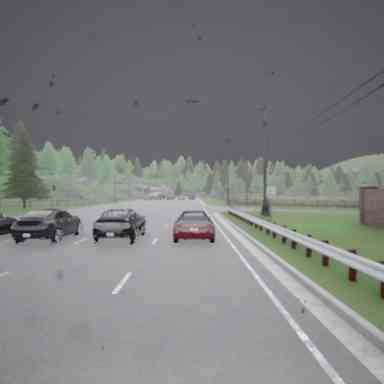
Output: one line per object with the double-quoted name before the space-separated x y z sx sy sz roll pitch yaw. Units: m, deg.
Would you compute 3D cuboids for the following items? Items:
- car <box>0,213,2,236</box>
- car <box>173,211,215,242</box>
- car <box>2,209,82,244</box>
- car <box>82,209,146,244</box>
"car" -10.403 1.639 16.713 1.994 1.385 4.181 0 0 0
"car" 0.097 1.639 16.785 1.994 1.385 4.181 0 0 0
"car" -6.903 1.578 16.320 1.837 1.490 4.892 0 0 0
"car" -3.403 1.565 16.263 2.128 1.511 4.902 0 0 0
